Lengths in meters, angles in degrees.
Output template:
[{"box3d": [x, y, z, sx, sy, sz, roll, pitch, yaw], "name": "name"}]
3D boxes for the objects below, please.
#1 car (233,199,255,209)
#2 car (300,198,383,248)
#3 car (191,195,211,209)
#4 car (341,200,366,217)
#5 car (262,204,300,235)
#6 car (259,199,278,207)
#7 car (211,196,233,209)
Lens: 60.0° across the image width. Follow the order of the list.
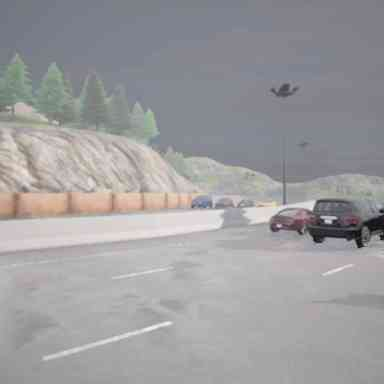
[{"box3d": [7.889, 1.763, 48.071, 2.128, 1.511, 4.902, 0, 0, 22], "name": "car"}, {"box3d": [7.413, 1.294, 15.464, 2.150, 2.045, 5.566, 0, 0, 44], "name": "car"}, {"box3d": [1.646, 1.553, 51.245, 2.150, 2.045, 5.566, 0, 0, 21], "name": "car"}, {"box3d": [17.033, 1.651, 34.860, 2.128, 1.511, 4.902, 0, 0, 28], "name": "car"}, {"box3d": [6.185, 1.626, 19.363, 1.812, 1.442, 4.674, 0, 0, 42], "name": "car"}, {"box3d": [10.448, 1.722, 45.282, 1.882, 1.535, 5.008, 0, -1, 24], "name": "car"}, {"box3d": [4.915, 1.643, 49.999, 2.097, 1.767, 4.553, 0, 0, 21], "name": "car"}]
